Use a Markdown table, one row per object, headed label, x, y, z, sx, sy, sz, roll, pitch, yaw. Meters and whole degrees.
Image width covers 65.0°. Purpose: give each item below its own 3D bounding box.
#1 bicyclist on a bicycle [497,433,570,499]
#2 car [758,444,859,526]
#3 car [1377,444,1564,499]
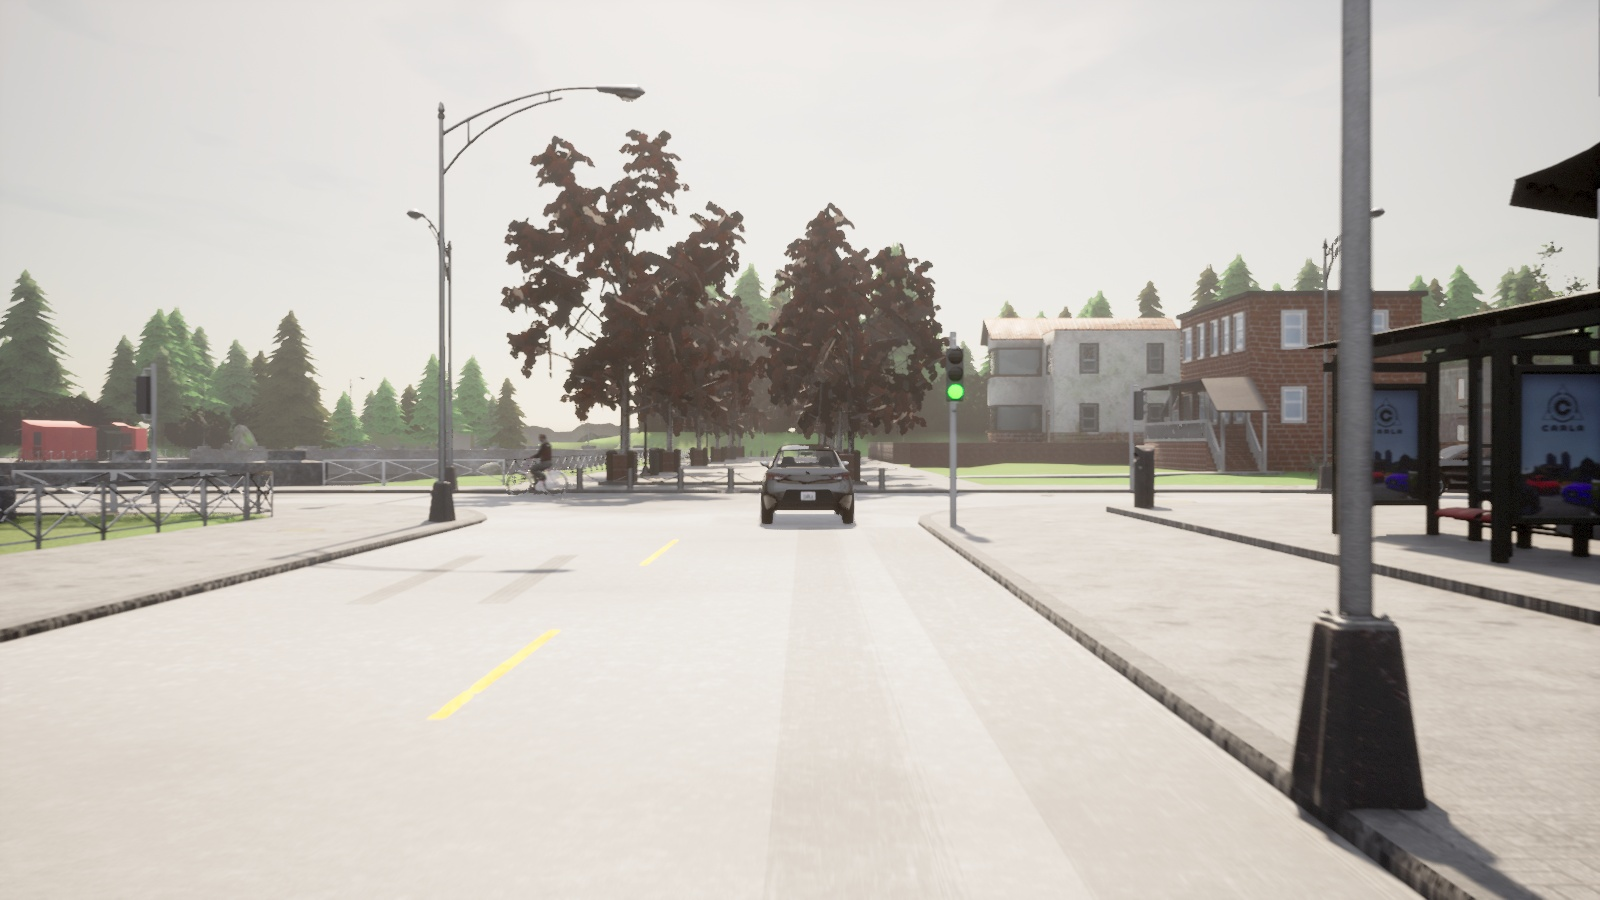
| label | x | y | z | sx | sy | sz | roll | pitch | yaw |
| --- | --- | --- | --- | --- | --- | --- | --- | --- | --- |
| bicyclist on a bicycle | -7.300 | 0.417 | 34.418 | 1.843 | 1.776 | 0.659 | 0 | 2 | 16 |
| car | 0.106 | 0.621 | 24.731 | 1.816 | 1.474 | 4.193 | 0 | 0 | -1 |
| car | 18.435 | 0.580 | 34.660 | 4.193 | 1.474 | 1.816 | 0 | 0 | 0 |
